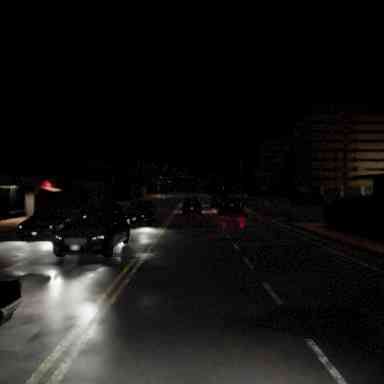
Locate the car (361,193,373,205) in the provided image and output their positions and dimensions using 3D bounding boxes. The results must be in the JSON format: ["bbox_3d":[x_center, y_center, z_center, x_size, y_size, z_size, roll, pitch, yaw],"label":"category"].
[{"bbox_3d":[18.332,1.005,30.867,3.866,1.878,1.905,0,0,-2],"label":"car"}]

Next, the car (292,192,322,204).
[{"bbox_3d":[17.795,0.909,50.483,3.866,1.878,1.905,0,0,-2],"label":"car"}]

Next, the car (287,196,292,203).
[{"bbox_3d":[17.776,0.892,53.377,4.605,1.855,1.932,0,0,-2],"label":"car"}]

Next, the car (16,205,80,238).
[{"bbox_3d":[-7.062,1.464,17.552,2.033,1.411,5.357,0,0,0],"label":"car"}]

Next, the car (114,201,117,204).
[{"bbox_3d":[-6.996,1.429,27.527,1.994,1.385,4.181,0,0,0],"label":"car"}]

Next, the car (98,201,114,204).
[{"bbox_3d":[-6.997,1.520,22.574,1.895,1.301,4.718,0,0,0],"label":"car"}]

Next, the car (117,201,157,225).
[{"bbox_3d":[-3.518,1.393,22.775,1.837,1.490,4.892,0,0,0],"label":"car"}]

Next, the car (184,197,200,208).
[{"bbox_3d":[0.043,1.343,44.896,1.994,1.385,4.181,0,0,0],"label":"car"}]

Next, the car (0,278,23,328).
[{"bbox_3d":[-3.599,1.586,3.009,1.895,1.301,4.718,0,0,0],"label":"car"}]

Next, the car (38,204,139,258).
[{"bbox_3d":[-3.582,1.430,12.643,2.128,1.511,4.902,0,0,0],"label":"car"}]

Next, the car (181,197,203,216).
[{"bbox_3d":[0.006,1.398,30.620,2.033,1.411,5.357,0,0,0],"label":"car"}]

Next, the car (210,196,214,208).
[{"bbox_3d":[3.542,1.135,44.709,2.097,1.767,4.553,0,0,0],"label":"car"}]

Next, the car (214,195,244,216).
[{"bbox_3d":[3.510,1.199,31.196,2.097,1.767,4.553,0,0,0],"label":"car"}]
